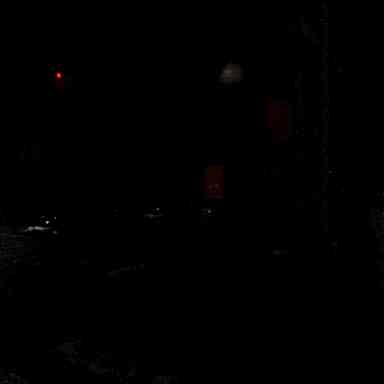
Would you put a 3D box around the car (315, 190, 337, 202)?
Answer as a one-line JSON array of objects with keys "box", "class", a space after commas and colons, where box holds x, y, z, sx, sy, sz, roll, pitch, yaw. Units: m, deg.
[{"box": [20.602, 0.760, 51.762, 1.994, 1.385, 4.181, -1, 0, 35], "class": "car"}]

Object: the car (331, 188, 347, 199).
[{"box": [26.412, 0.258, 60.067, 2.150, 2.045, 5.566, -1, 1, 35], "class": "car"}]

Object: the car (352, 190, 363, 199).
[{"box": [29.663, 0.492, 59.028, 1.837, 1.490, 4.892, -1, 1, 35], "class": "car"}]

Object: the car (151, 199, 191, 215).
[{"box": [-1.902, 1.320, 31.320, 1.994, 1.385, 4.181, -1, 1, 35], "class": "car"}]

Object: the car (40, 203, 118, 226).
[{"box": [-7.628, 1.479, 23.166, 2.033, 1.411, 5.357, -1, 1, 35], "class": "car"}]

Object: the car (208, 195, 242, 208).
[{"box": [4.064, 1.126, 39.821, 2.033, 1.411, 5.357, -1, 1, 36], "class": "car"}]
